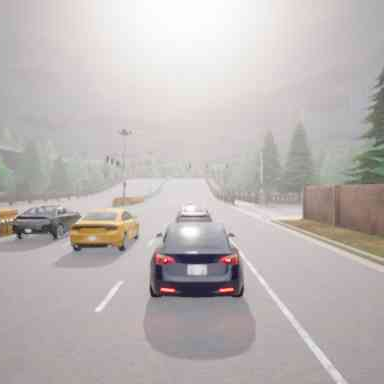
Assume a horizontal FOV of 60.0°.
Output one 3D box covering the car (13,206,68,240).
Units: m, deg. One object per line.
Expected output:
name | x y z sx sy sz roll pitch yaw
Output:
car | -6.912 1.420 16.504 2.128 1.511 4.902 0 0 0

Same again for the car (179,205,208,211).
car | 0.086 1.417 17.552 2.128 1.511 4.902 0 0 0

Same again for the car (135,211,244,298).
car | 0.094 1.467 8.462 2.163 1.488 4.792 0 0 0

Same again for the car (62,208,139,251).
car | -3.410 1.419 13.814 1.882 1.535 5.008 0 0 0
